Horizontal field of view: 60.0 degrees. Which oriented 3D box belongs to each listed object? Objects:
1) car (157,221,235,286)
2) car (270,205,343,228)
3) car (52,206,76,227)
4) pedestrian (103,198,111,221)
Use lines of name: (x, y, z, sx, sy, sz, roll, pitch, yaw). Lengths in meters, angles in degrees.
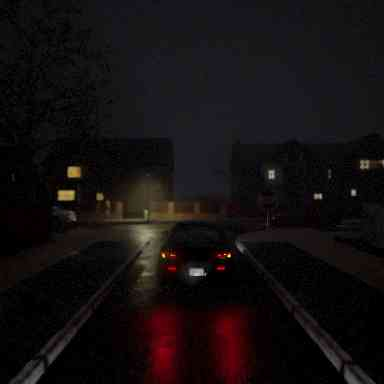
car: (0.105, 1.527, 9.316, 1.812, 1.442, 4.674, 0, 0, 0)
car: (6.949, 1.509, 20.398, 4.181, 1.385, 1.994, 0, -2, -7)
car: (-10.618, 1.711, 23.521, 4.674, 1.442, 1.812, -1, -1, 1)
pedestrian: (-6.720, 1.361, 26.392, 0.375, 1.860, 0.375, 0, -1, 1)
